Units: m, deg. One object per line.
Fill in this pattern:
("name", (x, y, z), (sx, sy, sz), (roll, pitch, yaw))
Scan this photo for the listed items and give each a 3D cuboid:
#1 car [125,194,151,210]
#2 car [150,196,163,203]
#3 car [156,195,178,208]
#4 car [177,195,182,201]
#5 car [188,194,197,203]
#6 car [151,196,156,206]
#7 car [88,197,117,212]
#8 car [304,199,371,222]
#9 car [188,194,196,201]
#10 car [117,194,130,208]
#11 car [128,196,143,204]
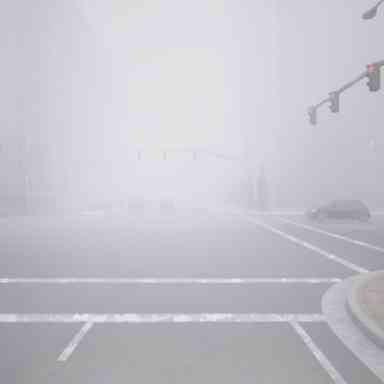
("car", (-7.068, 1.450, 43.787), (1.882, 1.535, 5.008), (0, 0, 0))
("car", (-7.001, 1.505, 66.821), (2.033, 1.411, 5.357), (0, 0, 0))
("car", (-3.392, 1.518, 46.094), (2.033, 1.411, 5.357), (0, 0, 0))
("car", (-3.486, 1.503, 78.763), (1.994, 1.385, 4.181), (0, 0, 0))
("car", (0.012, 1.433, 70.709), (1.882, 1.535, 5.008), (0, 0, 0))
("car", (-7.060, 1.444, 53.054), (1.882, 1.535, 5.008), (0, 0, 0))
("car", (-10.592, 1.540, 38.810), (1.994, 1.385, 4.181), (0, 0, 1))
("car", (10.968, 1.336, 25.355), (4.553, 1.767, 2.097), (0, 0, 2))
("car", (0.014, 1.324, 80.104), (1.882, 1.535, 5.008), (0, 0, 0))
("car", (-10.579, 1.461, 47.679), (2.128, 1.511, 4.902), (0, 0, 0))
("car", (-10.539, 1.525, 62.383), (1.994, 1.385, 4.181), (0, 0, 0))
